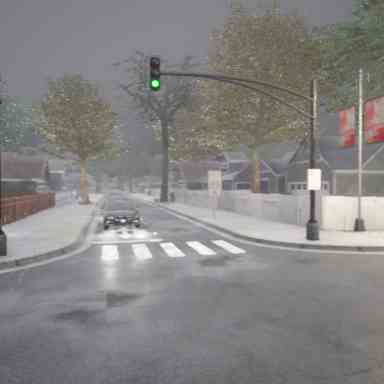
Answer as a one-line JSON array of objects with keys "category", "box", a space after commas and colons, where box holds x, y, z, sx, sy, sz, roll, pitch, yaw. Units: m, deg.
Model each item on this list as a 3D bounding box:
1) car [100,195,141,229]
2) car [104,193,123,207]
[{"category": "car", "box": [-4.087, 1.149, 18.810, 1.837, 1.490, 4.892, 0, 1, -16]}, {"category": "car", "box": [-9.012, 0.870, 37.939, 1.994, 1.385, 4.181, 0, 1, -14]}]
